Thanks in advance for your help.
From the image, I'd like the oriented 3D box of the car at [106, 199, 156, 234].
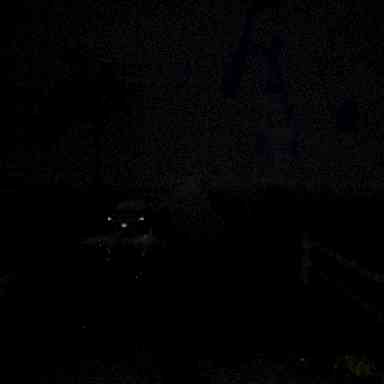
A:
[{"bbox_3d":[-2.852,1.073,16.297,1.812,1.442,4.674,0,2,0],"label":"car"}]
